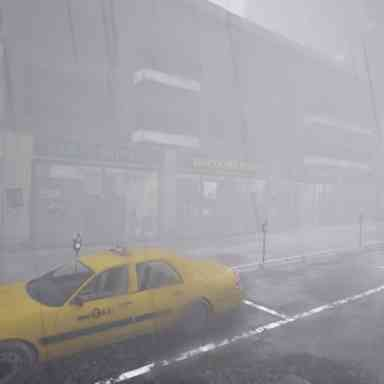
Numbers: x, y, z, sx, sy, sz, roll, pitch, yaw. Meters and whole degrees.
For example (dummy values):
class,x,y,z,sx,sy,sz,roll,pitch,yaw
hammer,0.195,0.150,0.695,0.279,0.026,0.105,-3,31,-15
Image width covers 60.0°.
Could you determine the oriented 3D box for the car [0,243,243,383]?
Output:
class,x,y,z,sx,sy,sz,roll,pitch,yaw
car,-1.364,1.527,5.099,4.829,1.417,1.752,0,2,-35
